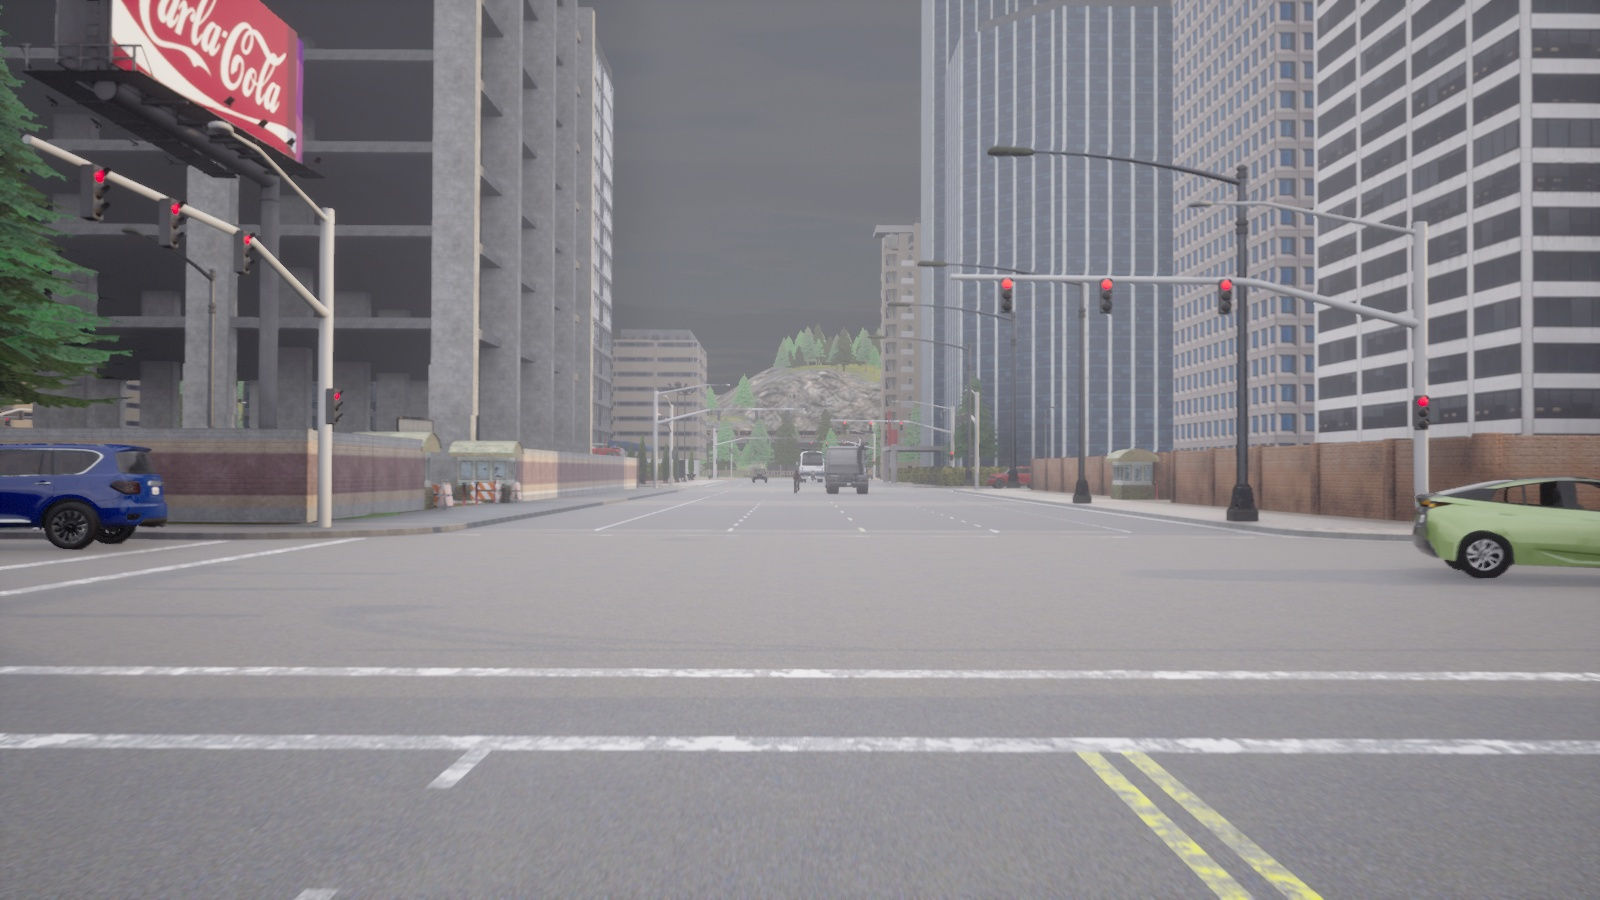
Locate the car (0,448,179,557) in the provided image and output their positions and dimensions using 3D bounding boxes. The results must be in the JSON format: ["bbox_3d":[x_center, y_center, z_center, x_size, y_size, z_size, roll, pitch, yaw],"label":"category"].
[{"bbox_3d":[-15.542,1.009,24.701,5.566,2.045,2.150,0,-1,-8],"label":"car"}]

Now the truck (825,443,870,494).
[{"bbox_3d":[3.286,1.306,88.784,2.891,3.462,7.936,0,-1,0],"label":"truck"}]

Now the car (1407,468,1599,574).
[{"bbox_3d":[11.797,1.032,18.962,4.514,1.525,2.007,-1,-1,19],"label":"car"}]
